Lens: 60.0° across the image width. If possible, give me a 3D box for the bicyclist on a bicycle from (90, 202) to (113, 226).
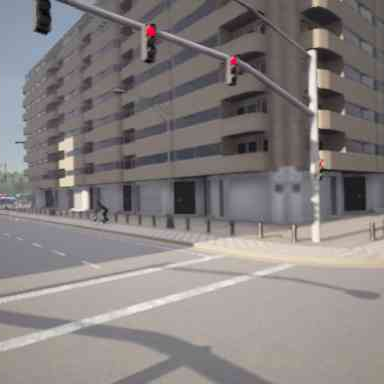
[{"bbox_3d":[-6.228,1.475,22.917,1.656,1.620,0.582,-2,0,-40],"label":"bicyclist on a bicycle"}]
